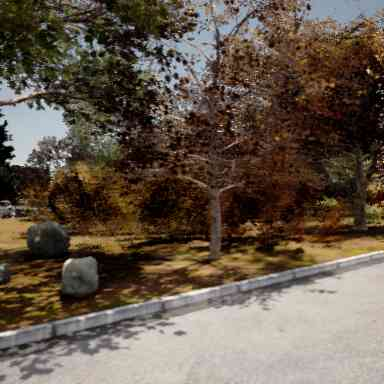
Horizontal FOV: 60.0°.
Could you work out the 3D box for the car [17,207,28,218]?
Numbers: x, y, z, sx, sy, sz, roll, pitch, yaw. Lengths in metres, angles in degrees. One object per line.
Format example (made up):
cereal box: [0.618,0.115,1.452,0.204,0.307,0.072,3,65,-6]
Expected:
car: [-20.193,2.293,40.442,2.231,1.521,4.892,0,0,-36]

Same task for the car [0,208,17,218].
car: [-22.462,2.044,38.845,2.435,2.045,5.566,0,0,-36]
